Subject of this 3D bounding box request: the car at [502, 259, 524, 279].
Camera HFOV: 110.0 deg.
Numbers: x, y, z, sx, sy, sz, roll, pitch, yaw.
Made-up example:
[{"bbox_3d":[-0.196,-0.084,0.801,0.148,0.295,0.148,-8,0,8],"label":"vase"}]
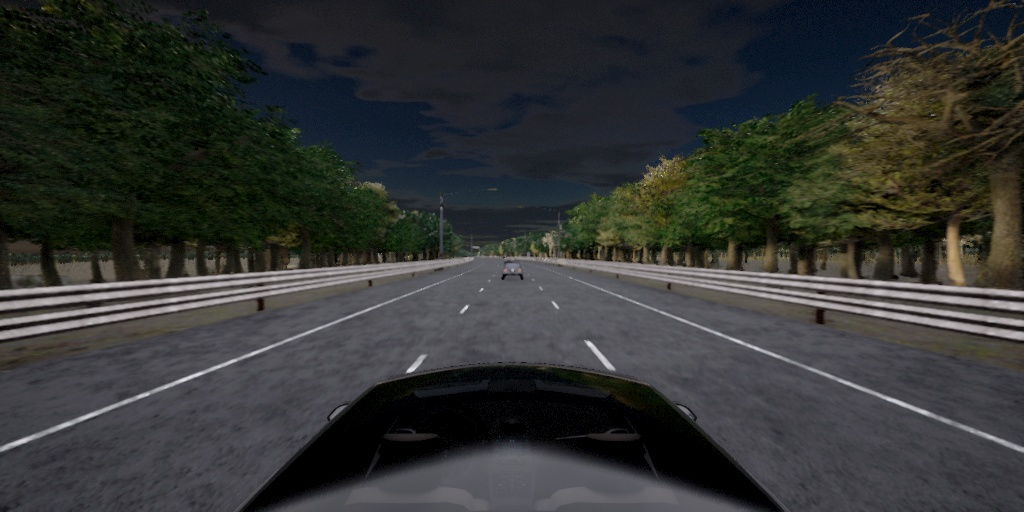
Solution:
[{"bbox_3d":[0.050,1.230,31.664,2.033,1.411,5.357,0,0,0],"label":"car"}]
